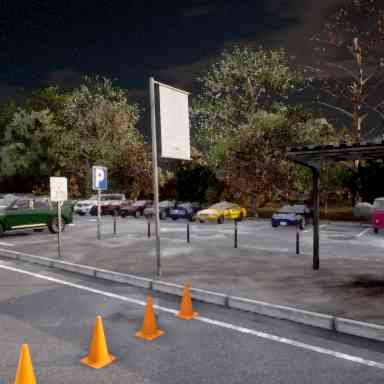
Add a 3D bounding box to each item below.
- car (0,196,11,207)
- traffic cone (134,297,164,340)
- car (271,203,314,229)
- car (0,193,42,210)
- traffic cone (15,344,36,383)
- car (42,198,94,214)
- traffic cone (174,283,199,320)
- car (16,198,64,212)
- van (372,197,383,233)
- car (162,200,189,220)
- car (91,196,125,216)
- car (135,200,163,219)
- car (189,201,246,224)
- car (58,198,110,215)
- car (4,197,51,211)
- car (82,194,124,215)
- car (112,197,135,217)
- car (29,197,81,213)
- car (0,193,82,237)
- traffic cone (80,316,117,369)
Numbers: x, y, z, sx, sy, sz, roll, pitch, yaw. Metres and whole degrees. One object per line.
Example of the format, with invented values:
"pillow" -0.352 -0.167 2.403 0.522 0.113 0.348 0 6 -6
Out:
"car" -29.295 1.332 47.850 1.946 1.575 5.366 1 0 35
"traffic cone" -0.672 1.957 5.258 0.340 0.580 0.340 0 0 35
"car" 6.928 1.513 22.145 2.163 1.488 4.792 0 0 35
"car" -22.603 1.153 42.887 2.435 2.045 5.566 0 0 35
"traffic cone" -1.821 1.957 3.624 0.340 0.580 0.340 0 0 35
"car" -13.502 1.454 36.523 2.097 1.535 5.008 0 0 35
"traffic cone" -0.097 1.957 6.074 0.340 0.580 0.340 0 0 36
"car" -18.057 1.468 39.693 2.163 1.488 4.792 0 0 35
"van" 11.554 1.264 19.074 1.878 1.987 4.442 0 0 35
"car" 0.147 1.504 26.979 2.163 1.488 4.792 0 0 35
"car" -6.681 1.466 31.745 2.097 1.535 5.008 0 0 35
"car" -2.137 1.473 28.555 2.231 1.521 4.892 0 0 35
"car" 2.295 1.475 25.208 1.946 1.575 5.366 0 0 35
"car" -11.229 1.461 34.926 2.231 1.521 4.892 0 0 35
"car" -20.301 1.452 41.340 2.163 1.488 4.792 0 0 35
"car" -8.971 1.212 33.312 2.435 2.045 5.566 0 0 35
"car" -4.409 1.469 30.150 2.097 1.535 5.008 0 0 35
"car" -15.665 1.444 38.275 1.946 1.575 5.366 0 0 35
"car" -8.962 1.221 17.323 2.435 2.045 5.566 0 0 35
"traffic cone" -1.246 1.957 4.441 0.340 0.580 0.340 0 0 35
